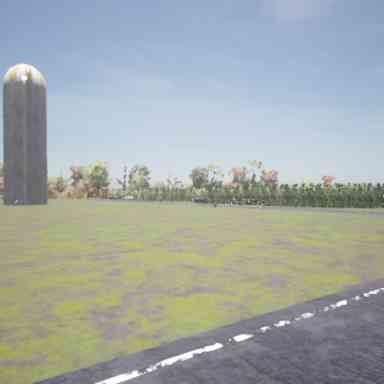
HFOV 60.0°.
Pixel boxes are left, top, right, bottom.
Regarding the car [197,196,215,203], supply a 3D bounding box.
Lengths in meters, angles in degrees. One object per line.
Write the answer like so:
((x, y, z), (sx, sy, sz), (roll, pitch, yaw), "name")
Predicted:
((2.524, 1.556, 65.047), (1.837, 1.490, 4.892), (-1, 0, -36), "car")
